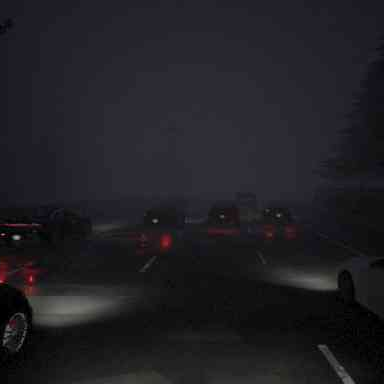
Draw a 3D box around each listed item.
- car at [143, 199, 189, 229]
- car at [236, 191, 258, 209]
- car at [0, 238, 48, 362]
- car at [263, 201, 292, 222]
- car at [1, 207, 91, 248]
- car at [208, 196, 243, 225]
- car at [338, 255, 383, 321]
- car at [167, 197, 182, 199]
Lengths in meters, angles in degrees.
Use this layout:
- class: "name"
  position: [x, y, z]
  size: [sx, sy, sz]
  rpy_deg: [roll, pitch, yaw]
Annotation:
- class: "car"
  position: [-1.623, 1.366, 20.346]
  size: [1.812, 1.442, 4.674]
  rpy_deg: [0, 0, 9]
- class: "car"
  position: [6.425, 0.919, 39.368]
  size: [2.150, 2.045, 5.566]
  rpy_deg: [0, 1, 18]
- class: "car"
  position: [-3.258, 1.501, 2.869]
  size: [1.812, 1.442, 4.674]
  rpy_deg: [0, 0, 2]
- class: "car"
  position: [6.140, 1.340, 24.079]
  size: [1.812, 1.442, 4.674]
  rpy_deg: [0, 0, 11]
- class: "car"
  position: [-5.970, 1.377, 14.255]
  size: [2.128, 1.511, 4.902]
  rpy_deg: [0, 0, 6]
- class: "car"
  position: [2.250, 1.304, 22.313]
  size: [1.882, 1.535, 5.008]
  rpy_deg: [0, 0, 10]
- class: "car"
  position: [3.803, 1.489, 4.816]
  size: [1.812, 1.442, 4.674]
  rpy_deg: [0, 0, 2]
- class: "car"
  position: [-1.857, 1.266, 36.059]
  size: [2.033, 1.411, 5.357]
  rpy_deg: [0, 0, 15]
